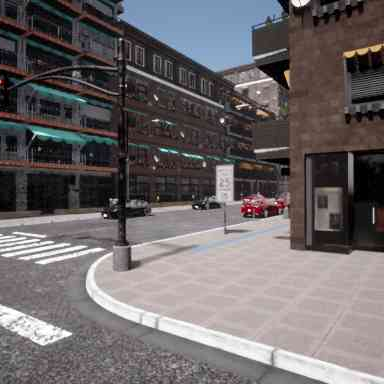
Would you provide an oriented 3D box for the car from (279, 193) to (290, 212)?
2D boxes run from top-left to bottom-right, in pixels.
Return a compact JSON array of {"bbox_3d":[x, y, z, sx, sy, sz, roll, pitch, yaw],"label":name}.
[{"bbox_3d":[8.531,1.065,29.827,1.802,1.307,4.206,1,1,35],"label":"car"}]

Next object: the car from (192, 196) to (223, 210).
[{"bbox_3d":[1.707,1.081,34.700,1.947,1.339,4.313,1,1,35],"label":"car"}]

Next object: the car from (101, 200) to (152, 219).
[{"bbox_3d":[-4.932,1.264,25.524,1.947,1.339,4.313,1,1,35],"label":"car"}]

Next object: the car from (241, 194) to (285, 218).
[{"bbox_3d":[5.322,1.118,25.162,1.887,1.381,4.507,1,1,35],"label":"car"}]
